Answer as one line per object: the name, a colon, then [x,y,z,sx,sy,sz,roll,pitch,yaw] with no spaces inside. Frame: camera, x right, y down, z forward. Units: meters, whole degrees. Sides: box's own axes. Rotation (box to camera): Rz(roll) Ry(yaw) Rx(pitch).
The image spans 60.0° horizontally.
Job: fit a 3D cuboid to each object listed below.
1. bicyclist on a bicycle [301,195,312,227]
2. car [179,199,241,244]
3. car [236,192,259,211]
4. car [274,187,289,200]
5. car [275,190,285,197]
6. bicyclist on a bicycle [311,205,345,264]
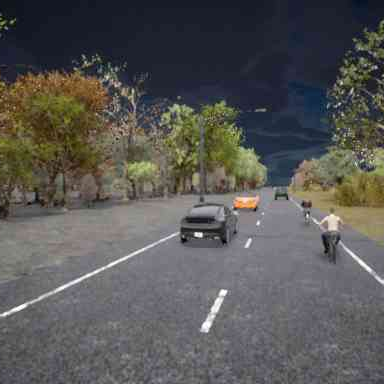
bicyclist on a bicycle: [6.476,1.048,18.828,0.659,1.776,1.843,0,1,14]
car: [0.843,1.256,14.420,1.837,1.490,4.892,0,1,14]
car: [5.333,0.805,32.031,2.097,1.767,4.553,0,1,14]
car: [15.024,0.263,55.871,2.150,2.045,5.566,0,0,14]
car: [18.978,0.259,71.796,1.882,1.535,5.008,0,1,14]
bicyclist on a bicycle: [4.218,1.263,10.074,0.866,1.612,1.509,0,1,15]
